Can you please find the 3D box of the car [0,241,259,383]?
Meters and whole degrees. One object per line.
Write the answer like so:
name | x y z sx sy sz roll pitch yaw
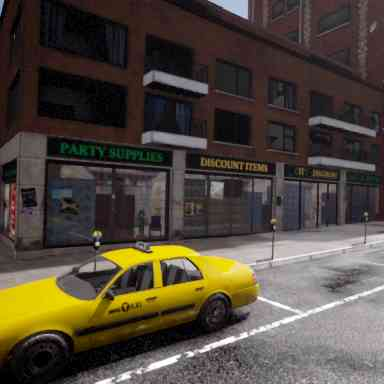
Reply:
car | -1.037 1.527 5.333 4.829 1.417 1.752 0 2 -35
